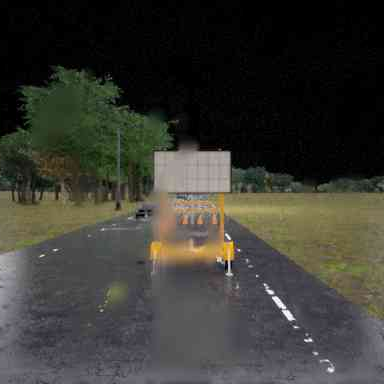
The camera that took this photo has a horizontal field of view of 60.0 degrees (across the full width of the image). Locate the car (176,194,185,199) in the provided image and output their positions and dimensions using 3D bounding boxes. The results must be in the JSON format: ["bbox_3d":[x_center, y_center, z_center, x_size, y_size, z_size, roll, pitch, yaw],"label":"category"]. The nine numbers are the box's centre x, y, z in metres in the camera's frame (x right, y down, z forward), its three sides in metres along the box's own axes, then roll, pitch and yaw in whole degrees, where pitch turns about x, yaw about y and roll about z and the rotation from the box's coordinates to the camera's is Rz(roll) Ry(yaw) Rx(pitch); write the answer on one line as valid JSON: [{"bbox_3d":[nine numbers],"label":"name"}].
[{"bbox_3d":[-2.810,1.077,82.139,1.994,1.385,4.181,0,1,1],"label":"car"}]

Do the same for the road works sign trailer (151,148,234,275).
[{"bbox_3d":[0.010,0.445,10.314,2.380,3.560,2.880,0,0,0],"label":"road works sign trailer"}]

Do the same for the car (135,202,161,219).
[{"bbox_3d":[-3.515,1.528,27.851,1.895,1.301,4.718,0,0,0],"label":"car"}]
